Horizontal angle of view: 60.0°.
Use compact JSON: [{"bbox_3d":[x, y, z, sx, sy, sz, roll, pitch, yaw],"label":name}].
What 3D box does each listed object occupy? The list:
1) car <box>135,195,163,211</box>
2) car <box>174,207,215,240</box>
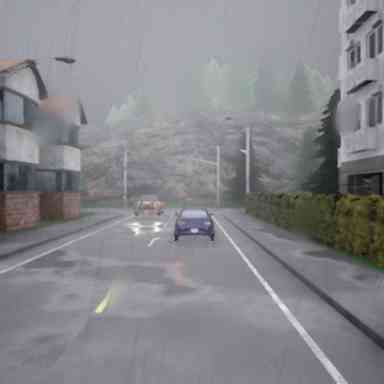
[{"bbox_3d":[-3.481,0.957,27.611,2.097,1.767,4.553,0,0,0],"label":"car"},{"bbox_3d":[0.110,1.457,16.379,1.812,1.442,4.674,0,0,0],"label":"car"}]
